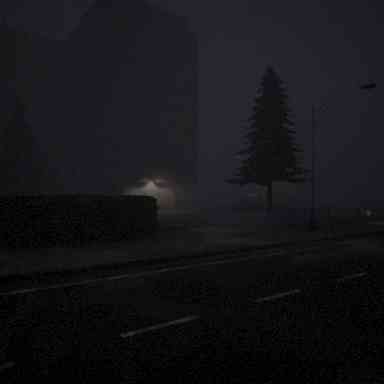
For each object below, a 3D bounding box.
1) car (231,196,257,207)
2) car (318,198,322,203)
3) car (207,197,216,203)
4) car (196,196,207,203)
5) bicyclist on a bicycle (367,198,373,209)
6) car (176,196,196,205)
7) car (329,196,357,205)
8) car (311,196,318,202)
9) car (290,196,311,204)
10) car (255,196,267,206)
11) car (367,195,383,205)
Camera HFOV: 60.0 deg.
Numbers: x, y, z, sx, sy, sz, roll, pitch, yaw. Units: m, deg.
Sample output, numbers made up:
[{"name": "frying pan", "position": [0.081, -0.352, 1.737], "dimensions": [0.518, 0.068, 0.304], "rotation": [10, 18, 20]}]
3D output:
[{"name": "car", "position": [9.234, 1.962, 61.528], "dimensions": [1.994, 1.385, 4.181], "rotation": [1, 0, -35]}, {"name": "car", "position": [32.212, 1.871, 88.877], "dimensions": [1.932, 1.855, 4.605], "rotation": [1, 0, -36]}, {"name": "car", "position": [3.282, 1.795, 75.833], "dimensions": [2.033, 1.411, 5.357], "rotation": [1, 0, -36]}, {"name": "car", "position": [0.438, 1.701, 73.793], "dimensions": [1.882, 1.535, 5.008], "rotation": [1, 0, -36]}, {"name": "bicyclist on a bicycle", "position": [26.688, 1.769, 49.863], "dimensions": [1.656, 1.620, 0.582], "rotation": [0, 0, -36]}, {"name": "car", "position": [-1.768, 1.898, 64.846], "dimensions": [1.994, 1.385, 4.181], "rotation": [1, 0, -35]}, {"name": "car", "position": [31.754, 2.008, 69.952], "dimensions": [1.970, 1.475, 3.806], "rotation": [1, 0, -36]}, {"name": "car", "position": [30.053, 2.056, 87.279], "dimensions": [1.784, 1.438, 3.905], "rotation": [1, 0, -36]}, {"name": "car", "position": [27.694, 2.061, 85.600], "dimensions": [1.970, 1.475, 3.806], "rotation": [1, 0, -36]}, {"name": "car", "position": [12.064, 1.995, 63.589], "dimensions": [1.994, 1.385, 4.181], "rotation": [1, 0, -35]}, {"name": "car", "position": [45.468, 1.922, 79.826], "dimensions": [1.932, 1.855, 4.605], "rotation": [1, 0, -36]}]
